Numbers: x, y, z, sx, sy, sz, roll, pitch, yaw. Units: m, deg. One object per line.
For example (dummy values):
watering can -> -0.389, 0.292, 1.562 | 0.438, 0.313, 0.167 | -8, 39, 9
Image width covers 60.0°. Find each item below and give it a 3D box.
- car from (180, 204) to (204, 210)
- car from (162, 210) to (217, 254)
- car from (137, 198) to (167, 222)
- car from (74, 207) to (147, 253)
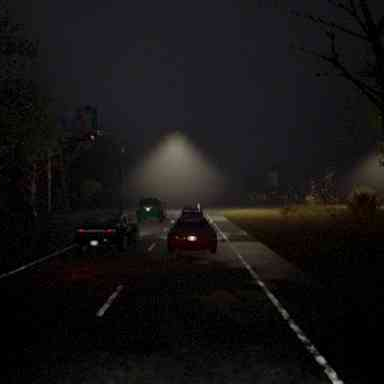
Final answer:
car -> 0.017, 1.776, 29.313 | 2.128, 1.511, 4.902 | 0, 0, 0
car -> 0.010, 1.701, 14.276 | 1.994, 1.385, 4.181 | 0, 0, 0
car -> -3.487, 1.498, 29.045 | 2.150, 2.045, 5.566 | 0, 0, 0
car -> -3.489, 1.630, 14.314 | 2.128, 1.511, 4.902 | 0, 0, 0
